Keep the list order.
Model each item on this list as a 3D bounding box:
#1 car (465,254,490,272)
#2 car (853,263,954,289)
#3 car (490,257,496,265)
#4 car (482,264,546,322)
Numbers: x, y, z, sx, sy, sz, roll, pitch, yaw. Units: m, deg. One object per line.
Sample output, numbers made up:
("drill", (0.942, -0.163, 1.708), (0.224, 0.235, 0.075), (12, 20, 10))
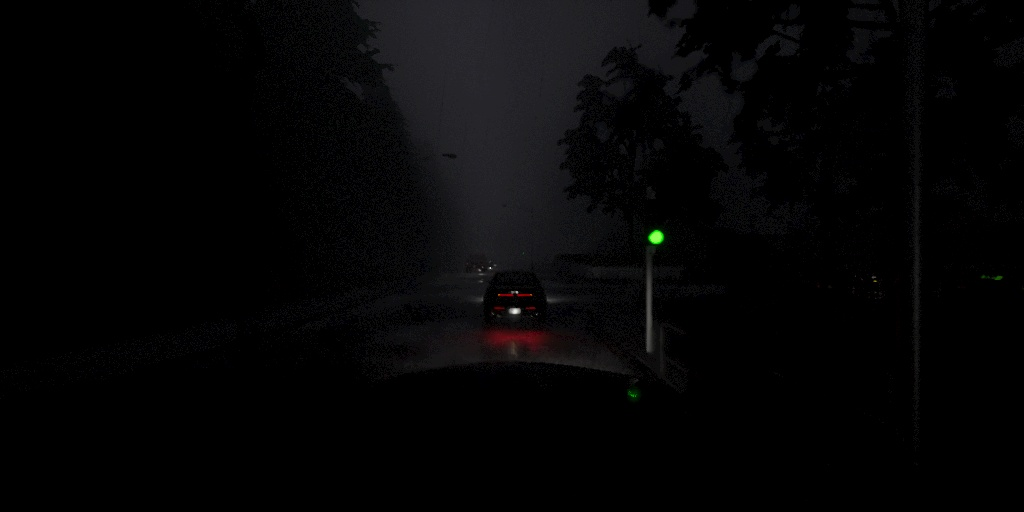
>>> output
("car", (-4.098, 0.793, 41.817), (2.150, 2.045, 5.566), (0, 0, 1))
("car", (23.603, 1.165, 21.718), (4.892, 1.490, 1.837), (0, 0, 0))
("car", (-4.080, 0.860, 56.002), (2.097, 1.767, 4.553), (0, 0, 0))
("car", (0.090, 1.210, 12.119), (1.837, 1.490, 4.892), (0, 1, 0))
